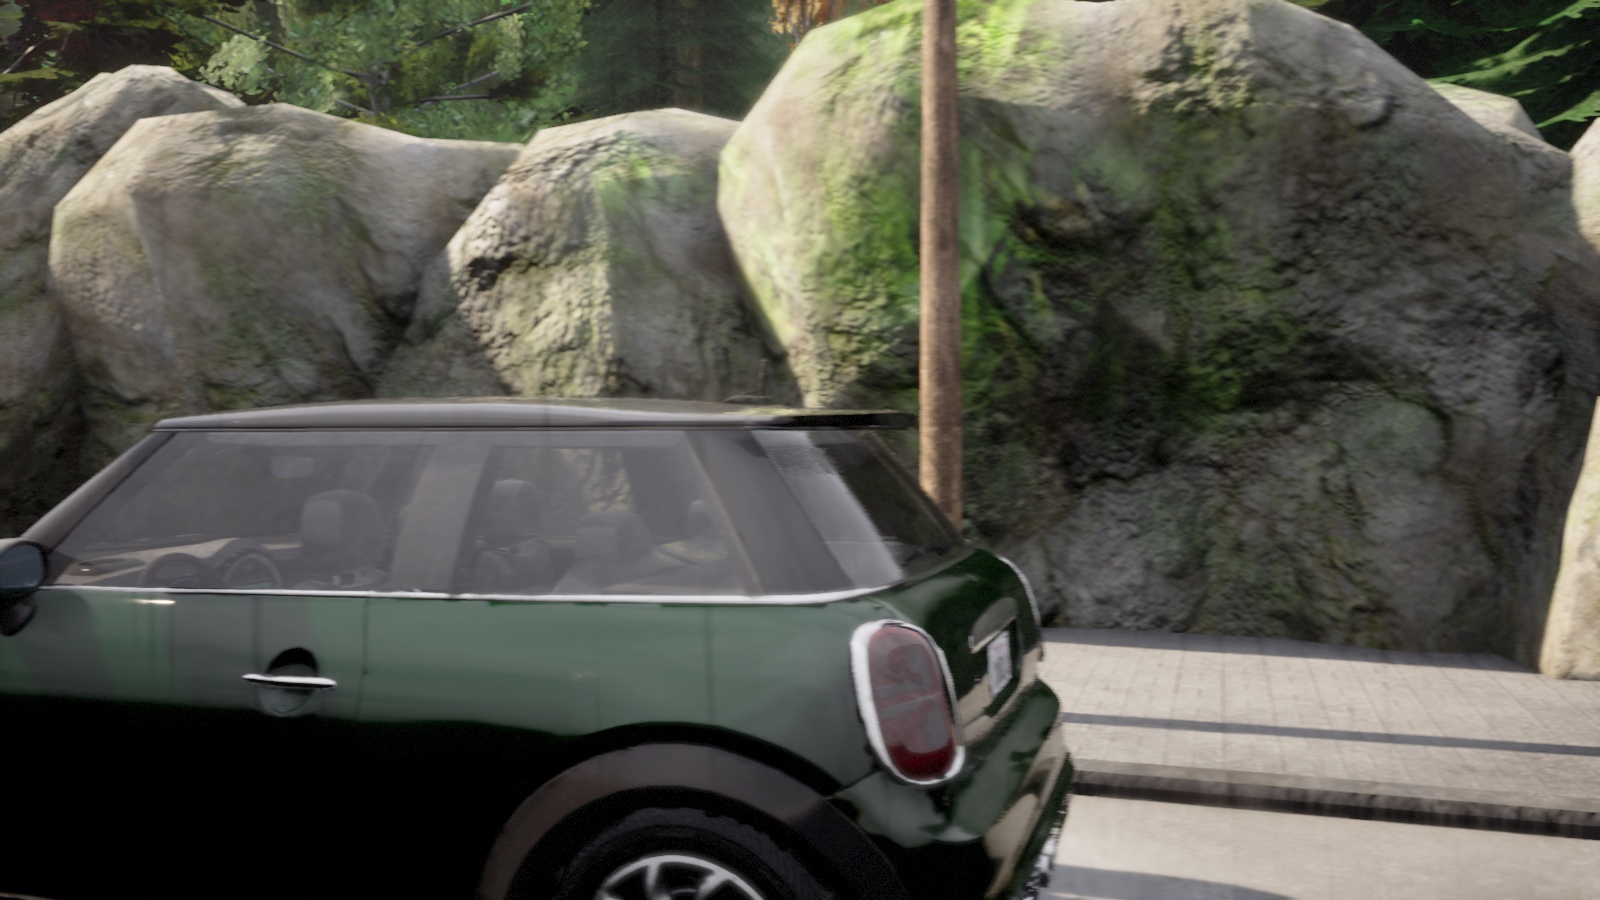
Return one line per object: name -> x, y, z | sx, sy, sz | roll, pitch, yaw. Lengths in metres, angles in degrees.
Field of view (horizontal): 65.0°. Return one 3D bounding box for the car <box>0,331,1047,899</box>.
car -> -1.609, 0.611, 4.260 | 4.553, 1.767, 2.097 | 1, 1, 19
